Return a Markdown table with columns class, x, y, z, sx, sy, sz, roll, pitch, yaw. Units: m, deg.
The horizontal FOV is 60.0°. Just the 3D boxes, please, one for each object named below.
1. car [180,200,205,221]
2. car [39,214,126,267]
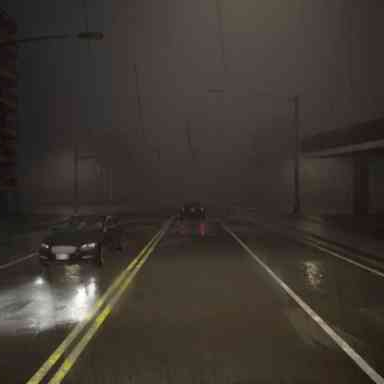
| class | x | y | z | sx | sy | sz | roll | pitch | yaw |
| --- | --- | --- | --- | --- | --- | --- | --- | --- | --- |
| car | 0.064 | 1.482 | 28.945 | 2.097 | 1.767 | 4.553 | 0 | 0 | 0 |
| car | -3.599 | 1.545 | 11.697 | 2.128 | 1.511 | 4.902 | 0 | 0 | 0 |
